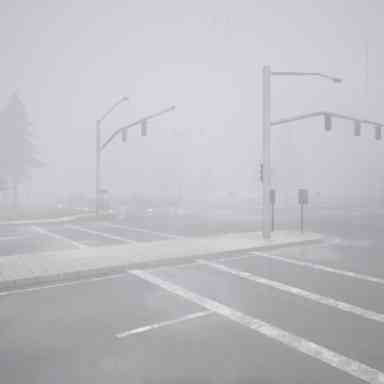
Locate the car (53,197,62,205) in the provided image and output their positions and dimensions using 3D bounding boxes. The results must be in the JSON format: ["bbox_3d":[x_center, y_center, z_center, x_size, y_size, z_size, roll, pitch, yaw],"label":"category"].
[{"bbox_3d":[-23.411,1.564,59.244,1.994,1.385,4.181,0,0,-34],"label":"car"}]

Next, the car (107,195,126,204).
[{"bbox_3d":[-14.795,1.478,65.274,1.882,1.535,5.008,0,0,-34],"label":"car"}]

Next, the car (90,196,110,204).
[{"bbox_3d":[-17.346,1.491,62.786,2.128,1.511,4.902,0,0,-35],"label":"car"}]

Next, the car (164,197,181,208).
[{"bbox_3d":[-3.472,1.505,48.997,1.837,1.490,4.892,0,0,-35],"label":"car"}]

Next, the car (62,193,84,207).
[{"bbox_3d":[-17.717,1.221,51.024,2.150,2.045,5.566,0,0,-35],"label":"car"}]

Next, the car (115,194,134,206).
[{"bbox_3d":[-11.495,1.505,54.362,1.837,1.490,4.892,0,0,-35],"label":"car"}]

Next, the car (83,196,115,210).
[{"bbox_3d":[-12.056,1.505,42.947,1.837,1.490,4.892,0,0,-35],"label":"car"}]

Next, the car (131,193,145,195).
[{"bbox_3d":[-9.009,1.222,56.921,2.150,2.045,5.566,0,0,-35],"label":"car"}]

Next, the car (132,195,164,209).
[{"bbox_3d":[-6.255,1.505,46.869,1.837,1.490,4.892,0,0,-35],"label":"car"}]
